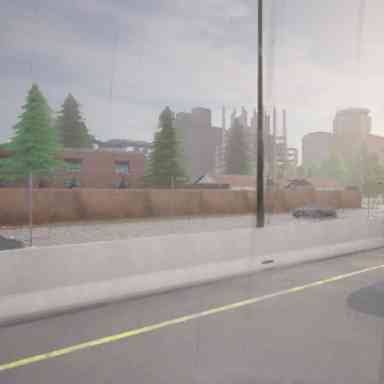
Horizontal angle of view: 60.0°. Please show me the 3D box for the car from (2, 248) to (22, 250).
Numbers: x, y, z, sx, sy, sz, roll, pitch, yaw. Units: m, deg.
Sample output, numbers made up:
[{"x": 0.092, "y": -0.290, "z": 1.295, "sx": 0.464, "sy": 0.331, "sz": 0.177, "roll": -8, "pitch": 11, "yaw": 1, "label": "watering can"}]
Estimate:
[{"x": -6.343, "y": 1.582, "z": 8.058, "sx": 4.181, "sy": 1.385, "sz": 1.994, "roll": 0, "pitch": 0, "yaw": -36, "label": "car"}]
